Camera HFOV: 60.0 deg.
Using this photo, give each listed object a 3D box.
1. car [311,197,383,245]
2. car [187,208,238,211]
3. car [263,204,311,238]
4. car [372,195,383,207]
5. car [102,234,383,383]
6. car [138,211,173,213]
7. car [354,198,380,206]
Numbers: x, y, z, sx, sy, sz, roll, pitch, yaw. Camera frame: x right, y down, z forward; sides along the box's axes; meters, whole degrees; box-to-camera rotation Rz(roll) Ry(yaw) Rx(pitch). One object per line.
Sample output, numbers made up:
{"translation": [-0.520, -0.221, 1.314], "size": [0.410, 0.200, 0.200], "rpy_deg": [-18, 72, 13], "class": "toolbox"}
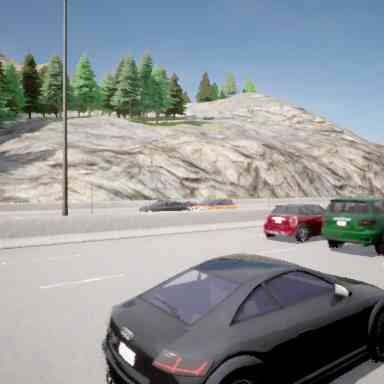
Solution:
{"translation": [7.535, 1.221, 13.481], "size": [5.566, 2.045, 2.150], "rpy_deg": [0, 0, -36], "class": "car"}
{"translation": [1.554, 1.352, 26.671], "size": [4.553, 1.767, 2.097], "rpy_deg": [0, 0, -36], "class": "car"}
{"translation": [5.673, 1.353, 16.457], "size": [4.553, 1.767, 2.097], "rpy_deg": [0, 0, -36], "class": "car"}
{"translation": [29.965, 1.352, 51.386], "size": [4.553, 1.767, 2.097], "rpy_deg": [0, 0, -35], "class": "car"}
{"translation": [0.980, 1.564, 4.460], "size": [4.181, 1.385, 1.994], "rpy_deg": [0, 0, -36], "class": "car"}
{"translation": [-2.250, 1.505, 28.248], "size": [4.892, 1.490, 1.837], "rpy_deg": [0, 0, -36], "class": "car"}
{"translation": [28.975, 1.601, 54.966], "size": [4.718, 1.301, 1.895], "rpy_deg": [0, 0, -35], "class": "car"}
